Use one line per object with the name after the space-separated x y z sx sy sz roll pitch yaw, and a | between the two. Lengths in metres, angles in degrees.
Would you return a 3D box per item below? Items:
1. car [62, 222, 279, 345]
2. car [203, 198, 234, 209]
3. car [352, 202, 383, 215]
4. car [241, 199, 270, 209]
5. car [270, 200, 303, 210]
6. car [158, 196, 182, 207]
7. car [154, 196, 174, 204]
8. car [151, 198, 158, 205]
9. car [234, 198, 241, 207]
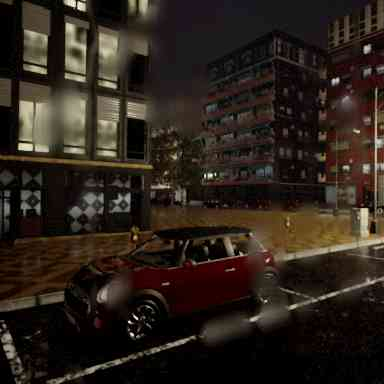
-0.268 1.440 6.351 4.097 1.590 1.967 0 1 -35 | car
3.204 1.671 45.763 2.008 1.369 4.403 1 -1 -35 | car
19.864 1.721 36.694 1.947 1.339 4.313 1 -1 -35 | car
10.053 1.791 50.592 1.887 1.381 4.507 1 -1 -35 | car
13.323 1.798 45.958 1.802 1.307 4.206 1 -1 -35 | car
-3.337 1.726 55.028 1.887 1.381 4.507 1 -1 -35 | car
-6.298 1.715 73.757 2.192 1.841 5.009 1 -1 -35 | car
-6.607 1.757 59.661 1.887 1.381 4.507 1 -1 -35 | car
6.783 1.717 55.225 1.967 1.590 4.097 1 -1 -35 | car
